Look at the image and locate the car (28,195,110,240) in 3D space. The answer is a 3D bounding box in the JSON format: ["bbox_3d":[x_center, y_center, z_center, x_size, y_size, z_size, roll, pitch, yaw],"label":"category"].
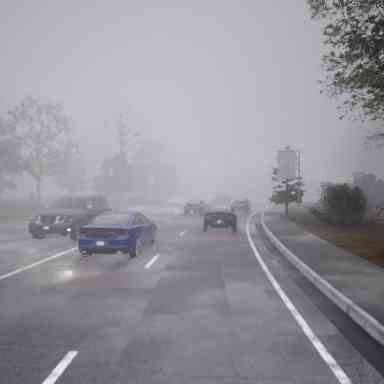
[{"bbox_3d":[-5.926,1.187,17.038,2.150,2.045,5.566,0,0,7],"label":"car"}]

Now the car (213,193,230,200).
[{"bbox_3d":[5.113,1.184,57.903,2.150,2.045,5.566,0,0,24],"label":"car"}]

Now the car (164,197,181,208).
[{"bbox_3d":[-2.322,1.465,48.262,1.812,1.442,4.674,0,0,19],"label":"car"}]

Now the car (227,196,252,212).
[{"bbox_3d":[5.774,1.484,38.439,2.128,1.511,4.902,0,0,16],"label":"car"}]

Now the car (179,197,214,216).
[{"bbox_3d":[0.527,1.479,32.154,1.837,1.490,4.892,0,0,13],"label":"car"}]

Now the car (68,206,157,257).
[{"bbox_3d":[-2.649,1.459,12.882,1.882,1.535,5.008,0,0,5],"label":"car"}]

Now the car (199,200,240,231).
[{"bbox_3d":[1.837,1.468,20.542,1.882,1.535,5.008,0,0,8],"label":"car"}]
